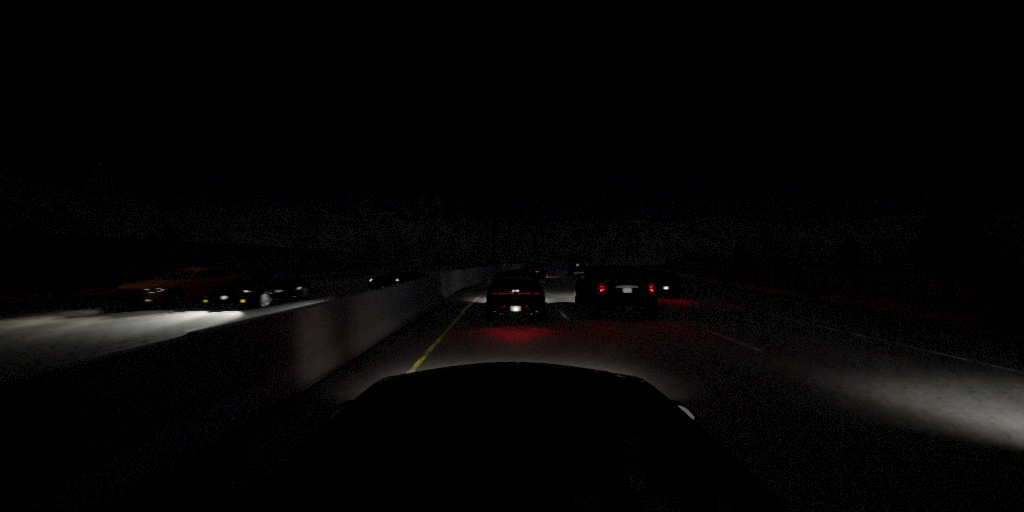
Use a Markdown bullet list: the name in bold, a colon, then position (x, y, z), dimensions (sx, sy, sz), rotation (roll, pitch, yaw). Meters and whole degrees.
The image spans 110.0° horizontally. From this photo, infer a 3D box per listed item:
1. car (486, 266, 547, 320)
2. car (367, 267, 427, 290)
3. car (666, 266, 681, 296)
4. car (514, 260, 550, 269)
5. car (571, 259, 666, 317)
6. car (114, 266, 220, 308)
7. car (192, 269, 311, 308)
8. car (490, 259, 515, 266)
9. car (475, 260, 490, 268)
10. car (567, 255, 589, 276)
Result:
- **car**: position (0.145, 1.258, 12.685), dimensions (1.837, 1.490, 4.892), rotation (0, 0, 1)
- **car**: position (-6.628, 1.357, 21.220), dimensions (1.895, 1.301, 4.718), rotation (0, 0, 5)
- **car**: position (7.462, 1.250, 19.374), dimensions (1.837, 1.490, 4.892), rotation (0, 0, 4)
- **car**: position (1.897, 1.292, 30.763), dimensions (2.033, 1.411, 5.357), rotation (0, 0, 11)
- **car**: position (3.670, 1.104, 13.374), dimensions (2.097, 1.767, 4.553), rotation (0, 0, 1)
- **car**: position (-13.902, 1.233, 15.534), dimensions (1.882, 1.535, 5.008), rotation (0, 0, 2)
- **car**: position (-10.402, 1.318, 15.028), dimensions (1.994, 1.385, 4.181), rotation (0, 0, 2)
- **car**: position (-1.001, 1.250, 56.063), dimensions (1.882, 1.535, 5.008), rotation (0, 0, 25)
- **car**: position (-4.162, 1.314, 57.606), dimensions (1.812, 1.442, 4.674), rotation (0, 0, 25)
- **car**: position (6.997, 0.951, 36.965), dimensions (2.150, 2.045, 5.566), rotation (0, 0, 16)
